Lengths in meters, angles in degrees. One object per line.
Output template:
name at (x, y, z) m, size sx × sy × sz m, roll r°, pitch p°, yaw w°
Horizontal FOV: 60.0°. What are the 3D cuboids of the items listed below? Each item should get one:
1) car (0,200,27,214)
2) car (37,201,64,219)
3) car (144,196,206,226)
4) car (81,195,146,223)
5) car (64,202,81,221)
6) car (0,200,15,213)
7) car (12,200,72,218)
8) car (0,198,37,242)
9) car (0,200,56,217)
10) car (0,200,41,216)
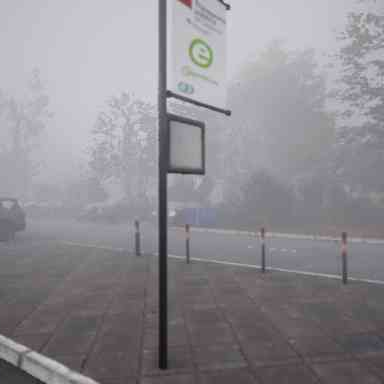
car at (-21.817, 1.710, 37.912) m, size 2.097 × 1.535 × 5.008 m, roll 0°, pitch 0°, yaw 35°
car at (-12.432, 1.631, 31.408) m, size 2.231 × 1.521 × 4.892 m, roll -1°, pitch 0°, yaw 35°
car at (-0.847, 1.382, 23.325) m, size 2.185 × 1.767 × 4.553 m, roll 0°, pitch 0°, yaw 35°
car at (-5.581, 1.314, 26.643) m, size 2.435 × 2.045 × 5.566 m, roll -1°, pitch 0°, yaw 35°
car at (-7.780, 1.588, 28.206) m, size 2.231 × 1.521 × 4.892 m, roll -1°, pitch 0°, yaw 35°
car at (-24.145, 1.731, 39.511) m, size 2.097 × 1.535 × 5.008 m, roll -1°, pitch 0°, yaw 35°
car at (-14.754, 1.650, 33.013) m, size 2.097 × 1.535 × 5.008 m, roll 0°, pitch 0°, yaw 35°
car at (-10.239, 1.287, 14.576) m, size 2.435 × 2.045 × 5.566 m, roll -1°, pitch 0°, yaw 35°
car at (-17.076, 1.670, 34.620) m, size 2.097 × 1.535 × 5.008 m, roll -1°, pitch 0°, yaw 35°
car at (-19.379, 1.719, 36.255) m, size 2.163 × 1.488 × 4.792 m, roll -1°, pitch 0°, yaw 35°
